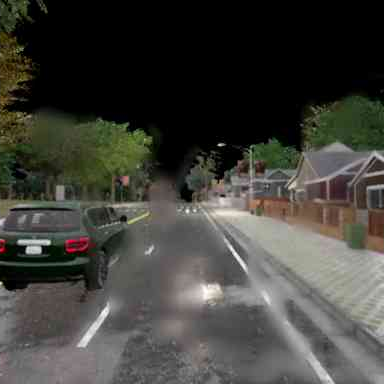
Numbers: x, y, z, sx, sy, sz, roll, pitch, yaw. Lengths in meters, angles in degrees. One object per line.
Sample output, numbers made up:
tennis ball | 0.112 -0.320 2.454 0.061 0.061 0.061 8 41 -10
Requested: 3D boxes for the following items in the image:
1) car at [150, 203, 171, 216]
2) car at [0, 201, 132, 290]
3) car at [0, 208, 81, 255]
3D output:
car | -3.204 1.792 34.719 1.895 1.301 4.718 0 0 0
car | -3.162 1.263 9.314 2.150 2.045 5.566 0 0 0
car | -6.620 1.575 14.703 1.837 1.490 4.892 0 0 0
